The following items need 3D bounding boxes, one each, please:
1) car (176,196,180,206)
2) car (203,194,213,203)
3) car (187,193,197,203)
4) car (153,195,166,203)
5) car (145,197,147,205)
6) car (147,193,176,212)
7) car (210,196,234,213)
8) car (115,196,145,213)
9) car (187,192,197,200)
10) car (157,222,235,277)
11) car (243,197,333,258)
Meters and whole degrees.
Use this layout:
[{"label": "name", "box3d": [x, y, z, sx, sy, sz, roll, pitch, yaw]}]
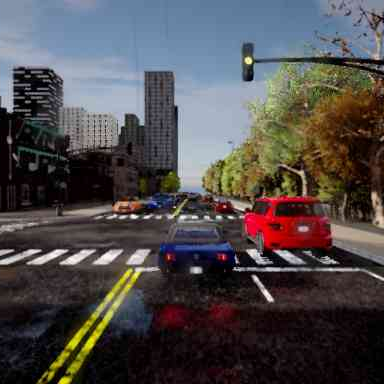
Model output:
[{"label": "car", "box3d": [-3.308, 1.222, 49.235, 2.097, 1.767, 4.553, 0, 0, 0]}, {"label": "car", "box3d": [3.266, 1.174, 66.537, 2.097, 1.767, 4.553, 0, 0, 0]}, {"label": "car", "box3d": [0.015, 1.370, 66.152, 2.033, 1.411, 5.357, 0, 0, 0]}, {"label": "car", "box3d": [-6.483, 1.315, 66.381, 2.128, 1.511, 4.902, 0, 0, 0]}, {"label": "car", "box3d": [-6.547, 1.470, 49.352, 1.895, 1.301, 4.718, 0, 0, 0]}, {"label": "car", "box3d": [-3.328, 1.125, 36.973, 2.150, 2.045, 5.566, 0, 0, 0]}, {"label": "car", "box3d": [3.361, 1.469, 36.152, 1.994, 1.385, 4.181, 0, 0, 0]}, {"label": "car", "box3d": [-6.613, 1.261, 34.819, 2.097, 1.767, 4.553, 0, 0, 1]}, {"label": "car", "box3d": [0.019, 0.981, 76.539, 2.097, 1.767, 4.553, 0, 0, 0]}, {"label": "car", "box3d": [0.104, 1.575, 10.151, 1.895, 1.301, 4.718, 0, 0, 0]}, {"label": "car", "box3d": [3.355, 1.190, 12.687, 2.150, 2.045, 5.566, 0, 0, 0]}]
